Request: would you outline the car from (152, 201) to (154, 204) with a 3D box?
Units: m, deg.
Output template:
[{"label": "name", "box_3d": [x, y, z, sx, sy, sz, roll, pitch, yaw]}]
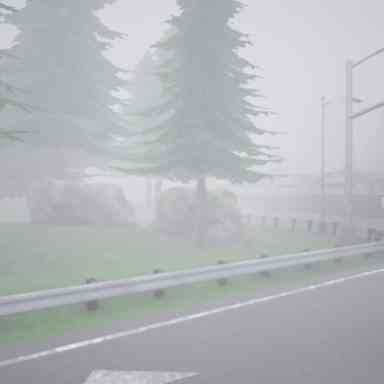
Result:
[{"label": "car", "box_3d": [-3.380, 1.531, 40.708, 1.837, 1.490, 4.892, 0, 1, -32]}]
